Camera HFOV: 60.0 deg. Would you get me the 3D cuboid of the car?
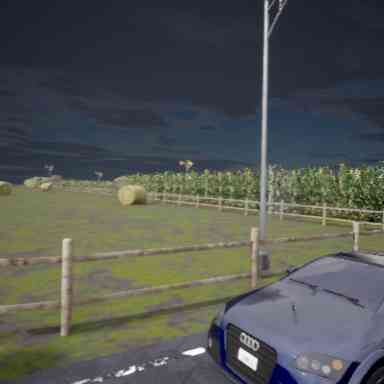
[{"bbox_3d":[2.296,1.572,4.464,4.181,1.385,1.994,1,0,-31],"label":"car"}]
